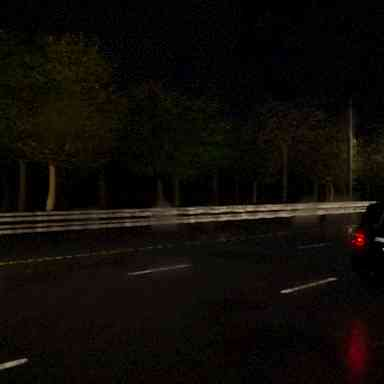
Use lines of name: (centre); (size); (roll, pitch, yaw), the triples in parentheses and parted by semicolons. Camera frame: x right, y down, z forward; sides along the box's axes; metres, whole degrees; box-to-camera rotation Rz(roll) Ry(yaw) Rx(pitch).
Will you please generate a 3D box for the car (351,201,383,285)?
car: (6.227, 1.231, 8.307); (5.566, 2.045, 2.150); (0, 0, -35)
